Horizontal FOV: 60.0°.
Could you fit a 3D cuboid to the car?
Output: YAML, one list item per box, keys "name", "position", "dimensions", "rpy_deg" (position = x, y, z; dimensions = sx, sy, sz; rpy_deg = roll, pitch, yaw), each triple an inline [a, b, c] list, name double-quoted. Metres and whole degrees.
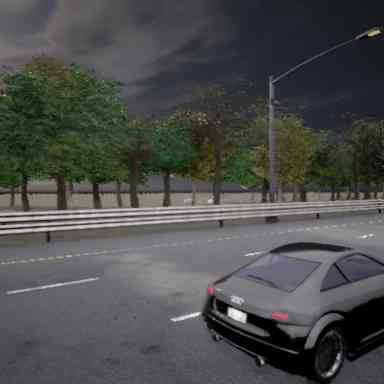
- name: "car"
  position: [2.207, 1.544, 5.442]
  dimensions: [4.181, 1.385, 1.994]
  rpy_deg: [0, 0, -35]
